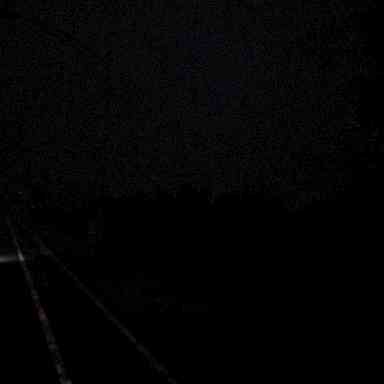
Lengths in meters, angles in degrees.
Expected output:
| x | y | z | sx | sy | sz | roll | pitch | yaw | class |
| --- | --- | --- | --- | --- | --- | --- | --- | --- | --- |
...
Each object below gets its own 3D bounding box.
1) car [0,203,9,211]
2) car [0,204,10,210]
| x | y | z | sx | sy | sz | roll | pitch | yaw | class |
| --- | --- | --- | --- | --- | --- | --- | --- | --- | --- |
| -41.501 | 3.226 | 72.221 | 2.097 | 1.767 | 4.553 | 3 | -3 | -26 | car |
| -45.995 | 3.661 | 81.426 | 2.128 | 1.511 | 4.902 | 3 | -3 | -25 | car |
